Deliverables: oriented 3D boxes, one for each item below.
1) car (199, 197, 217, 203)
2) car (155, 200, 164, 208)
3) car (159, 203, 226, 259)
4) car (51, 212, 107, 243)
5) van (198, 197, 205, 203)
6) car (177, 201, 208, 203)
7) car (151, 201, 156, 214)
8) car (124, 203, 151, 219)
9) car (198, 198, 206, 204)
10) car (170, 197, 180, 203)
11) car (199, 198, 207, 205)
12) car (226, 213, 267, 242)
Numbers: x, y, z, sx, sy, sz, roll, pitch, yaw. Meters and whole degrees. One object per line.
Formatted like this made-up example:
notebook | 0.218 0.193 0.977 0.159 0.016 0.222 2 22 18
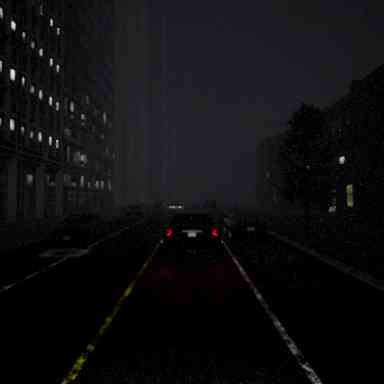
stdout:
car | 2.683 1.837 50.558 2.192 1.841 5.009 1 -1 0
car | -5.701 2.017 56.095 1.967 1.590 4.097 1 -1 0
car | 0.018 1.496 13.436 2.097 1.767 4.553 0 -1 0
car | -5.686 1.750 17.275 1.947 1.339 4.313 1 -1 0
van | 2.664 2.278 94.185 1.690 1.788 3.998 1 -1 0
car | 0.011 1.792 28.496 2.128 1.511 4.902 0 0 1
car | -5.696 1.993 39.457 1.802 1.307 4.206 1 -1 0
car | -5.693 1.920 33.911 1.947 1.339 4.313 1 -1 0
car | 2.663 2.436 88.705 2.008 1.369 4.403 1 -1 0
car | -3.047 2.227 65.402 1.994 1.385 4.181 0 -1 0
car | 2.665 2.361 83.397 1.752 1.417 4.829 1 -1 0
car | 2.695 1.750 17.281 1.947 1.339 4.313 1 -1 0
